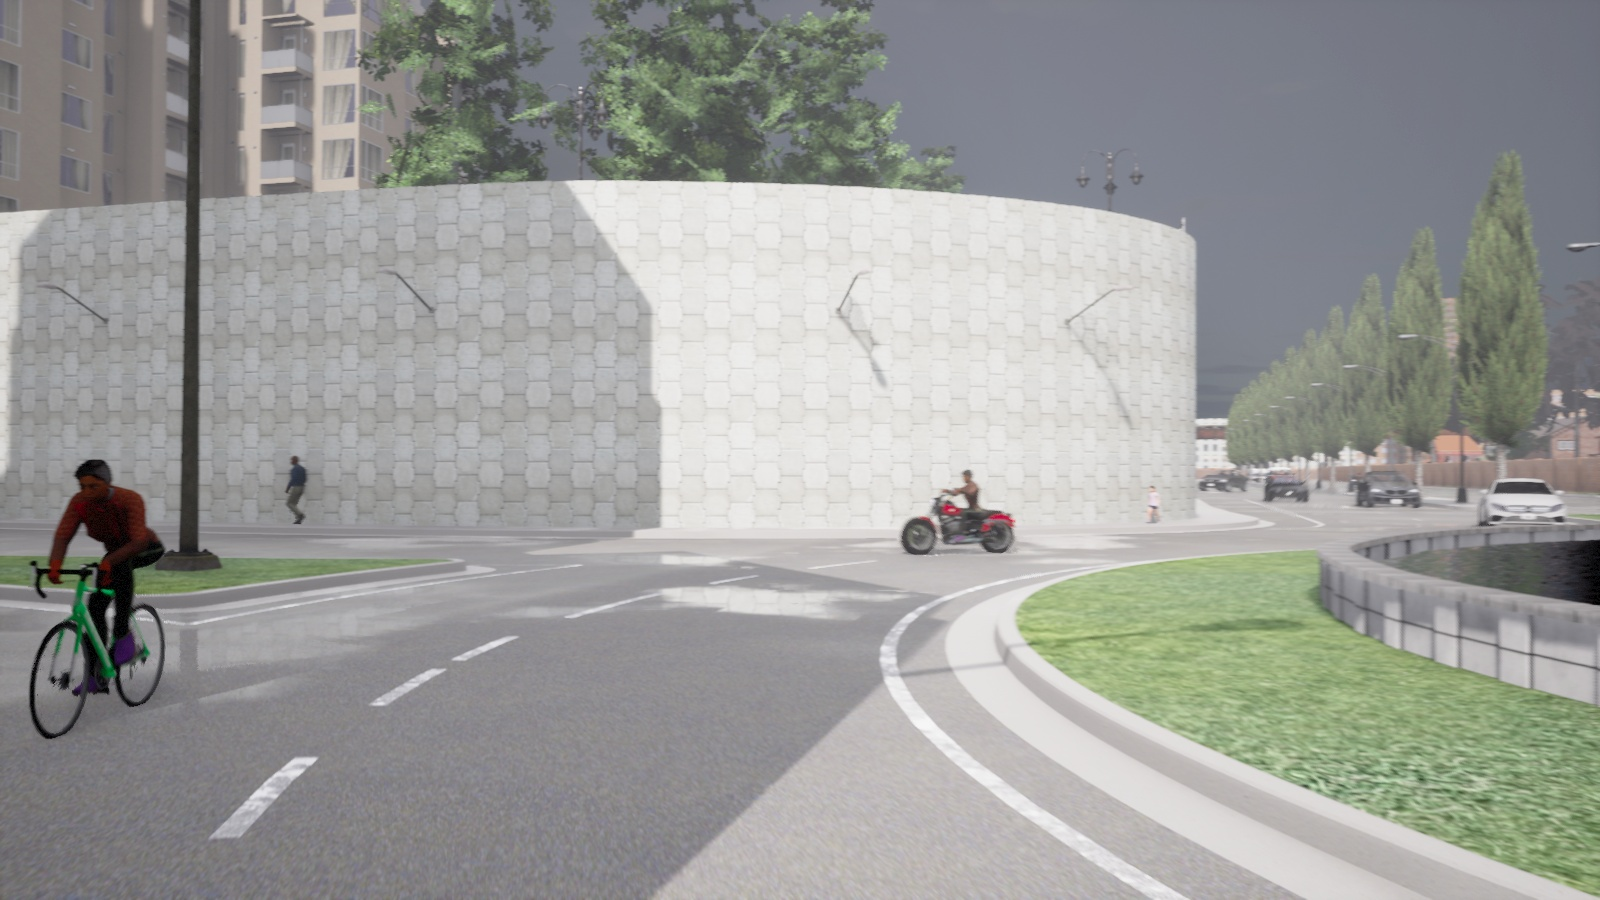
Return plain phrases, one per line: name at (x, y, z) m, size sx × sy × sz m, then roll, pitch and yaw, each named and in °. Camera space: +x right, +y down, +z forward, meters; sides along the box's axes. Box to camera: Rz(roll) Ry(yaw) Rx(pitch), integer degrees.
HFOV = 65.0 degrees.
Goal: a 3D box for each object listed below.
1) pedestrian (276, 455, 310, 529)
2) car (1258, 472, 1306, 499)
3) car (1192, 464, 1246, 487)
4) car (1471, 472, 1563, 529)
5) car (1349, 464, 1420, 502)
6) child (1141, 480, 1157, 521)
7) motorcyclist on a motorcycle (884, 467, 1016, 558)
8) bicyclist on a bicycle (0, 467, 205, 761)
pedestrian at (-12.823, 1.057, 31.769) m, size 0.726 × 1.835 × 0.370 m, roll -1°, pitch -1°, yaw 15°
car at (25.791, 1.893, 67.306) m, size 1.994 × 1.385 × 4.181 m, roll -1°, pitch -1°, yaw 16°
car at (31.258, 1.879, 93.606) m, size 2.152 × 1.651 × 5.027 m, roll 1°, pitch 0°, yaw 40°
car at (19.620, 1.333, 34.513) m, size 1.812 × 1.442 × 4.674 m, roll -1°, pitch -1°, yaw 25°
car at (26.697, 1.505, 57.512) m, size 2.242 × 1.667 × 4.611 m, roll -1°, pitch -1°, yaw 16°
child at (9.615, 1.386, 34.556) m, size 0.255 × 1.110 × 0.394 m, roll -1°, pitch -1°, yaw 44°
motorcyclist on a motorcycle at (2.838, 1.149, 23.710) m, size 2.350 × 1.649 × 0.766 m, roll 0°, pitch -1°, yaw -19°
bicyclist on a bicycle at (-4.338, 0.917, 7.774) m, size 0.582 × 1.620 × 1.656 m, roll 0°, pitch -1°, yaw -3°
